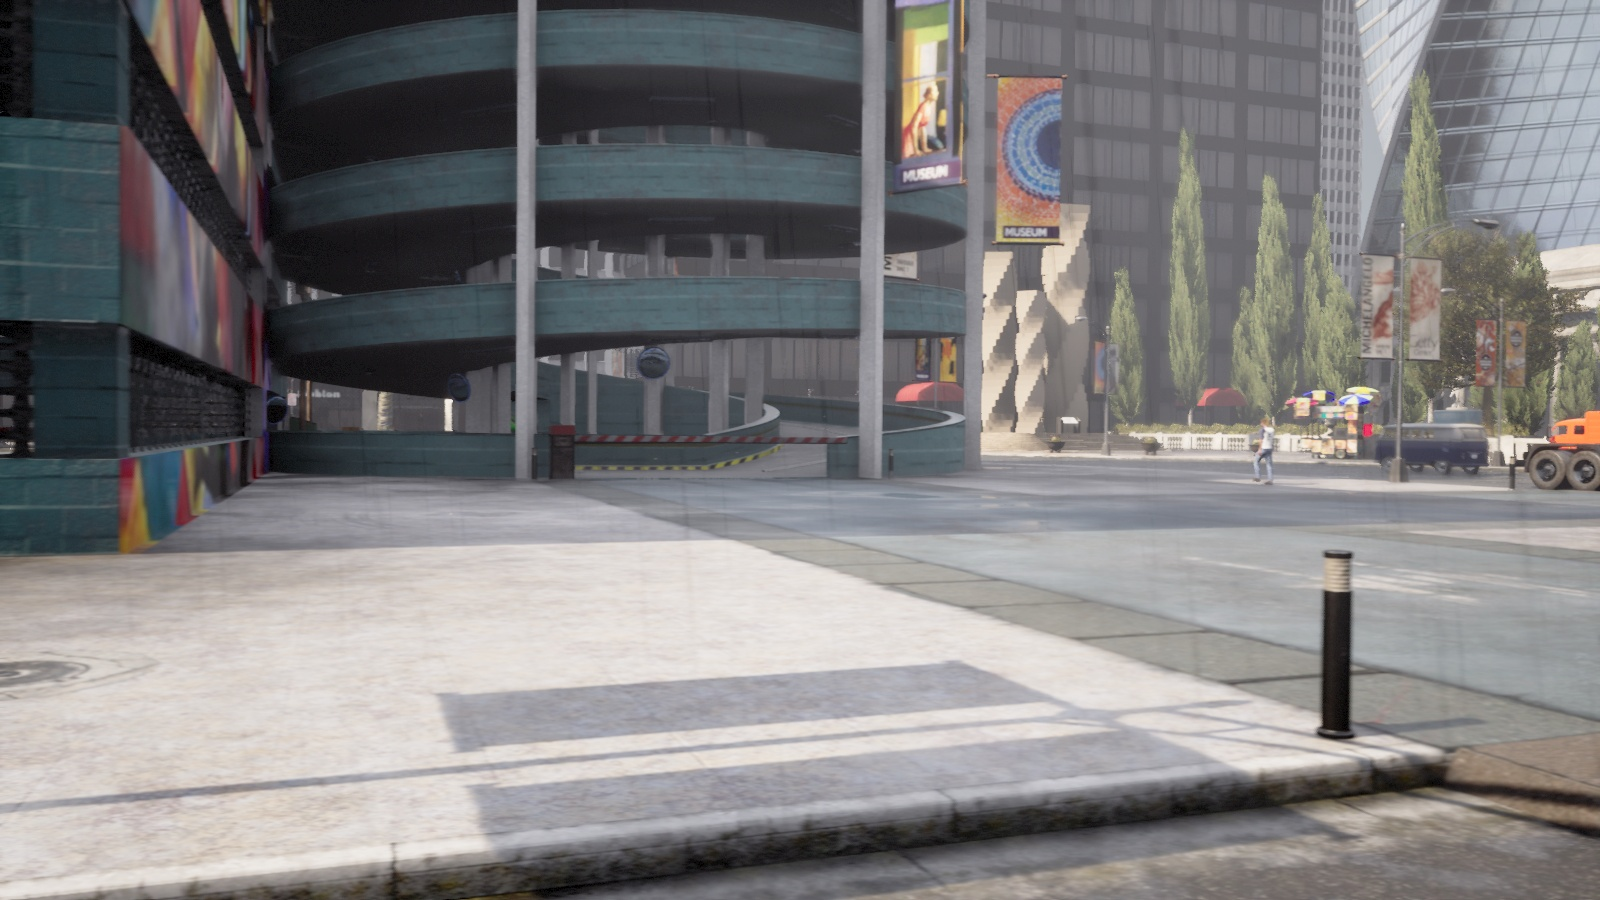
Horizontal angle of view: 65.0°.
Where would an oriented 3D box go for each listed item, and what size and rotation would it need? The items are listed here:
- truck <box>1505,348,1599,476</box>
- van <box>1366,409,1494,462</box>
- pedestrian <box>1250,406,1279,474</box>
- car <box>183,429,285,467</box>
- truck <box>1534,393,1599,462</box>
[{"bbox_3d":[23.343,-1.039,33.485,2.891,3.462,7.936,-1,1,-20],"label":"truck"},{"bbox_3d":[24.842,-0.595,49.658,1.775,1.987,4.442,-1,1,-22],"label":"van"},{"bbox_3d":[12.566,-0.274,33.962,0.354,1.836,0.706,-1,1,-21],"label":"pedestrian"},{"bbox_3d":[-28.880,-0.107,64.275,4.605,1.855,1.932,-1,1,-20],"label":"car"},{"bbox_3d":[30.063,-0.835,45.808,2.627,2.467,5.204,-1,1,-20],"label":"truck"}]
